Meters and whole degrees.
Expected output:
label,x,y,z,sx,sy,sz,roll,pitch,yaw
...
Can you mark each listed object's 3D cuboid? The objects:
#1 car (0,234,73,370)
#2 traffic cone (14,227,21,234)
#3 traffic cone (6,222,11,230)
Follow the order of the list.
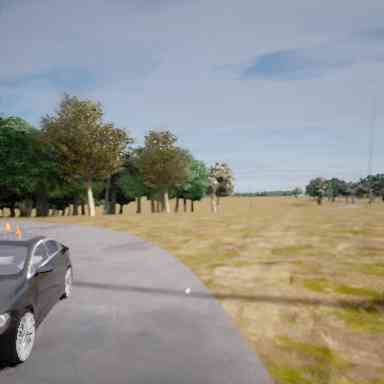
label,x,y,z,sx,sy,sz,roll,pitch,yaw
car,-3.365,1.563,5.799,2.128,1.511,4.902,0,-1,-10
traffic cone,-9.604,2.382,18.560,0.340,0.580,0.340,1,-2,-26
traffic cone,-14.638,2.719,26.516,0.340,0.580,0.340,1,-2,-38
